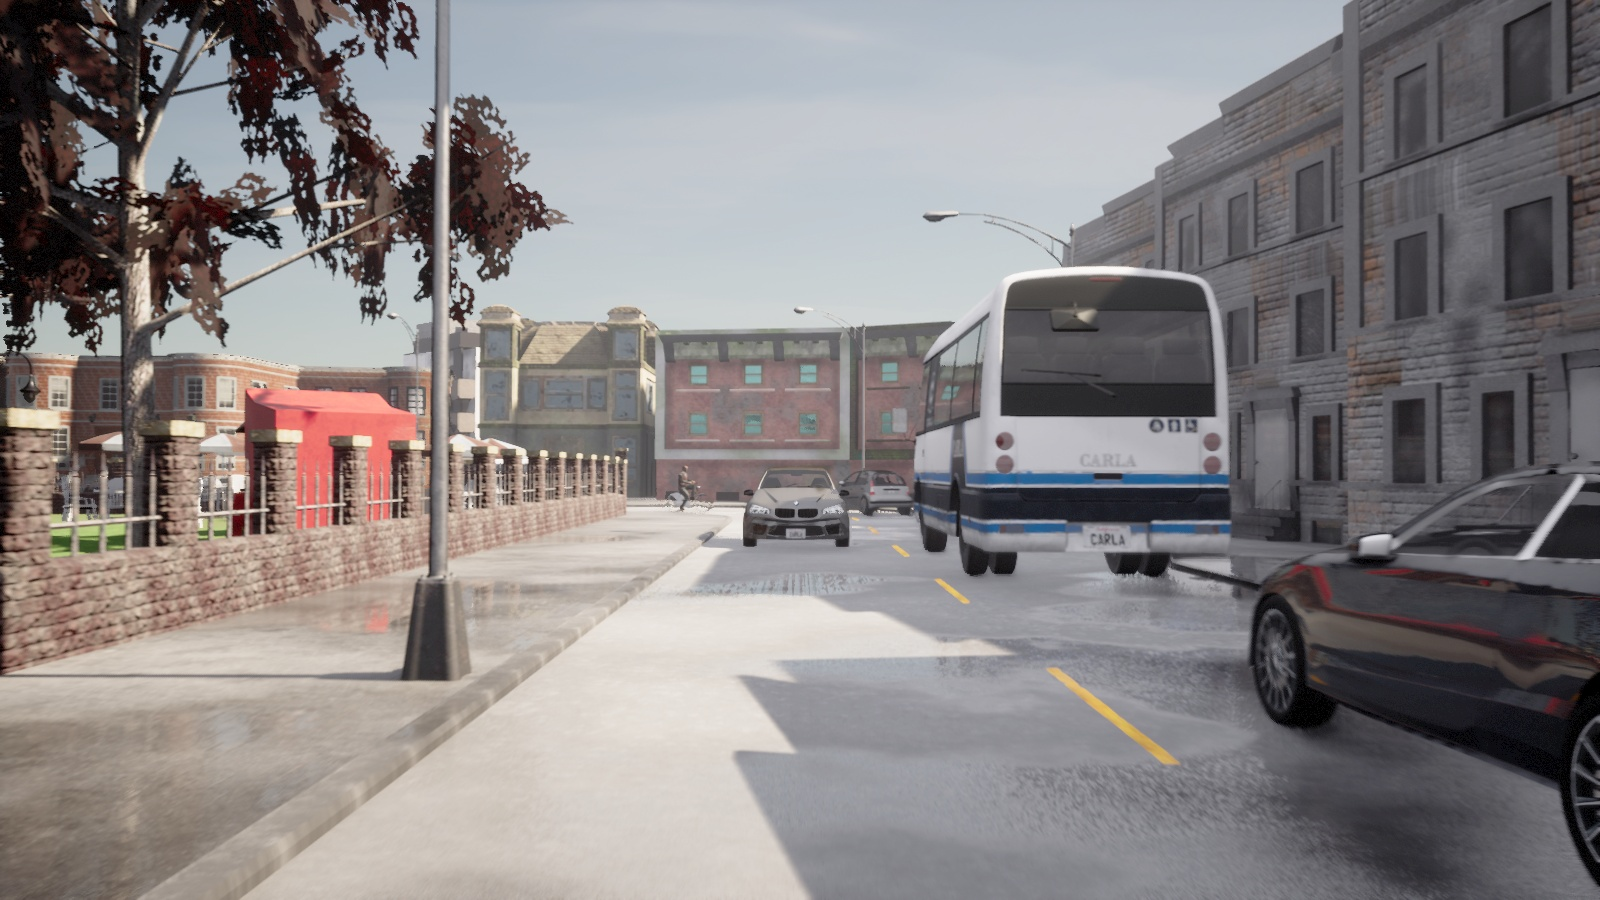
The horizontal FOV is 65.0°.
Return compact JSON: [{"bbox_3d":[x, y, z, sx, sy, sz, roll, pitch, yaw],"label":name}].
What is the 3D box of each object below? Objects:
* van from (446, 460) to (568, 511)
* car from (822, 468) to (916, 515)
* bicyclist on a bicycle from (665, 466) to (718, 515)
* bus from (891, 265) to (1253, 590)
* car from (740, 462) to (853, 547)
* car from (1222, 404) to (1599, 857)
[{"bbox_3d":[-11.929,1.444,51.287,4.480,2.038,2.069,0,-1,1],"label":"van"},{"bbox_3d":[2.473,1.471,45.789,1.851,1.617,3.988,0,-1,-23],"label":"car"},{"bbox_3d":[-3.993,1.477,46.252,1.843,1.776,0.659,-1,1,24],"label":"bicyclist on a bicycle"},{"bbox_3d":[3.939,-0.216,21.595,3.944,4.253,10.273,0,-1,0],"label":"bus"},{"bbox_3d":[-0.068,1.114,27.161,2.242,1.667,4.611,0,-1,0],"label":"car"},{"bbox_3d":[3.983,0.680,6.102,2.152,1.651,5.027,0,-1,0],"label":"car"}]
